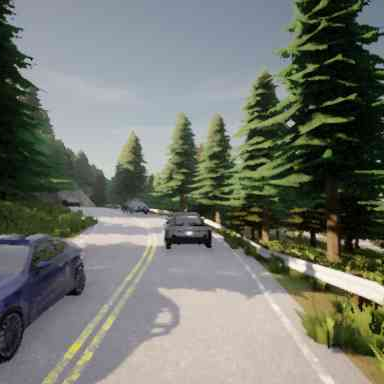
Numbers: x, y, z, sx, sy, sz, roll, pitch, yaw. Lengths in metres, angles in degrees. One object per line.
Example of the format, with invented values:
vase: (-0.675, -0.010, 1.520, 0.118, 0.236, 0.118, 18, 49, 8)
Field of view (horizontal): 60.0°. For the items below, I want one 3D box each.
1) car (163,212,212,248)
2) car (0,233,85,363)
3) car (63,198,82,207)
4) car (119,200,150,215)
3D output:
car: (-0.297, 1.612, 15.189, 1.994, 1.385, 4.181, 1, 0, -5)
car: (-3.344, 1.537, 6.008, 1.812, 1.442, 4.674, 0, 0, -1)
car: (-16.535, 1.370, 45.209, 2.033, 1.411, 5.357, 3, -2, -32)
car: (-6.123, 1.604, 35.167, 2.033, 1.411, 5.357, 3, -1, -27)
